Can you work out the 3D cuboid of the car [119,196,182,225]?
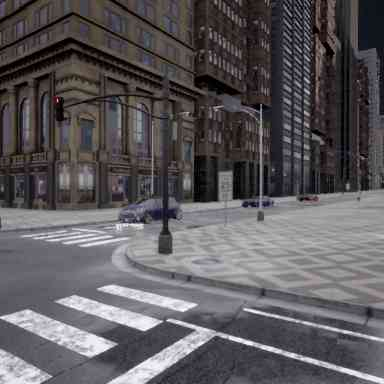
[{"bbox_3d":[-2.669,1.096,22.042,2.097,1.767,4.553,0,1,35],"label":"car"}]

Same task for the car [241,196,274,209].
[{"bbox_3d":[7.127,1.119,35.769,1.895,1.301,4.718,0,1,36],"label":"car"}]

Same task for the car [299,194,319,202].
[{"bbox_3d":[17.759,0.898,50.510,1.895,1.301,4.718,0,1,35],"label":"car"}]
